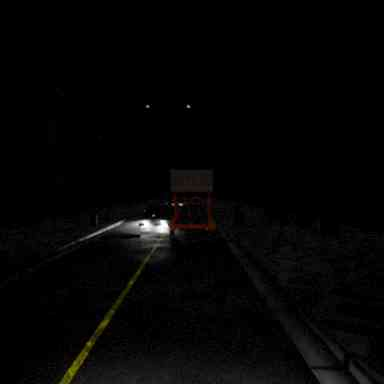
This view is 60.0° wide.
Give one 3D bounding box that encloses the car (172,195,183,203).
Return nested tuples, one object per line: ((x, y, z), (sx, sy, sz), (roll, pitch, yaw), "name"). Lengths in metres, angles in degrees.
((-3.007, 1.387, 70.632), (2.097, 1.767, 4.553), (0, 0, 0), "car")

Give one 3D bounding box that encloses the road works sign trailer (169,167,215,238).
((-0.001, 0.460, 17.613), (2.380, 3.560, 2.880), (0, 0, 0), "road works sign trailer")

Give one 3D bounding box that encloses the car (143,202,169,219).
((-3.102, 1.597, 29.082), (1.895, 1.301, 4.718), (0, 0, 0), "car")
